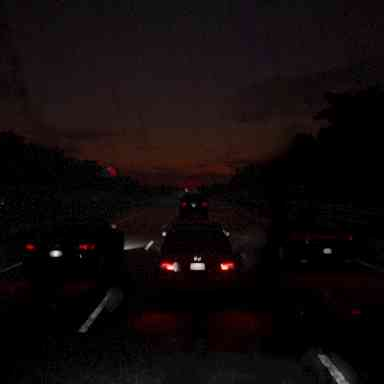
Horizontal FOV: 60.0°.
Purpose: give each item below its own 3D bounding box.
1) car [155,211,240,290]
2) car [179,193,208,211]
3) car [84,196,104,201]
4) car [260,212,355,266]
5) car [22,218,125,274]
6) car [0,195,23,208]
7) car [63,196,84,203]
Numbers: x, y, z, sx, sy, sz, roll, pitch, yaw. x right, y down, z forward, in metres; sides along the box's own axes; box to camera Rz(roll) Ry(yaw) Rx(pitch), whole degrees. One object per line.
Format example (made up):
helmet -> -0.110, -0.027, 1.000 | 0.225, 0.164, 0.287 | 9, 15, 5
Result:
car -> 0.109, 1.484, 8.989 | 2.033, 1.411, 5.357 | 0, 0, 0
car -> 0.128, 1.101, 27.620 | 2.150, 2.045, 5.566 | 0, 0, 0
car -> -13.958, 1.380, 49.218 | 1.812, 1.442, 4.674 | 0, 0, 0
car -> 3.610, 1.403, 11.306 | 1.882, 1.535, 5.008 | 0, 0, 0
car -> -3.389, 1.494, 10.280 | 1.994, 1.385, 4.181 | 0, 0, 0
car -> -21.048, 1.207, 37.537 | 2.097, 1.767, 4.553 | 0, 0, 0
car -> -17.455, 1.347, 49.354 | 2.128, 1.511, 4.902 | 0, 0, 0
